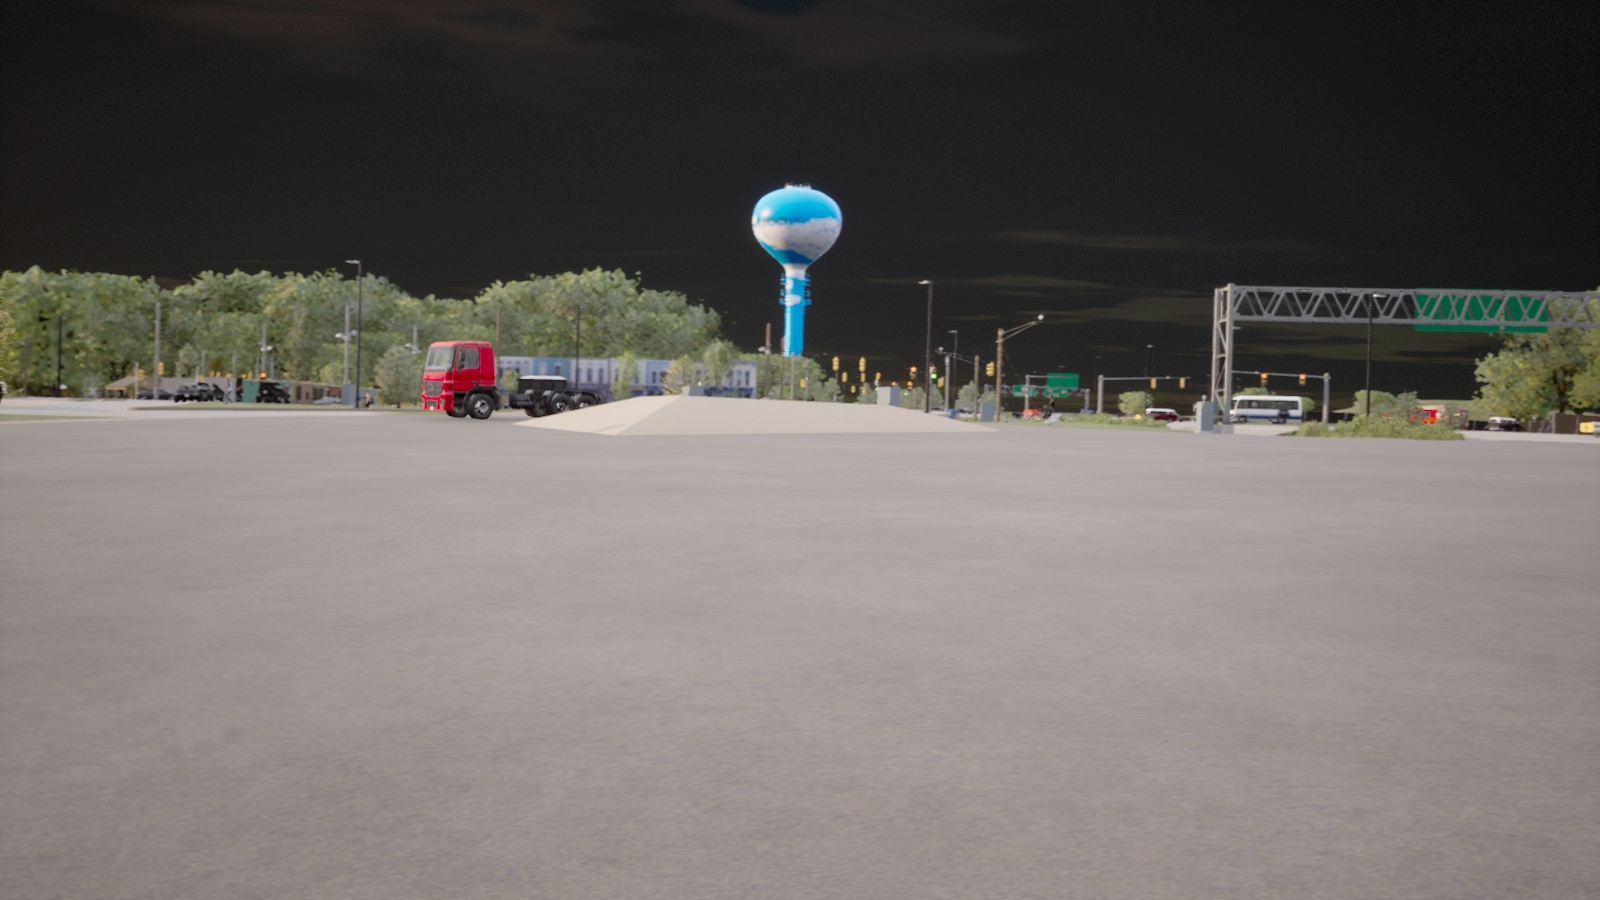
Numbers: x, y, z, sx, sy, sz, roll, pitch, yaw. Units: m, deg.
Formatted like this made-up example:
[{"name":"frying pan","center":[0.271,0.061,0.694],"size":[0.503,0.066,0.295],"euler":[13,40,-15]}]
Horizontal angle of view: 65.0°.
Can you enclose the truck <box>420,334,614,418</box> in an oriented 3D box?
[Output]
[{"name":"truck","center":[-12.570,-3.225,56.199],"size":[7.936,3.462,2.891],"euler":[-1,3,-38]}]

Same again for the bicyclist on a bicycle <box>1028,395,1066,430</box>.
[{"name":"bicyclist on a bicycle","center":[13.379,-2.042,68.045],"size":[1.843,1.776,0.659],"euler":[3,2,6]}]
